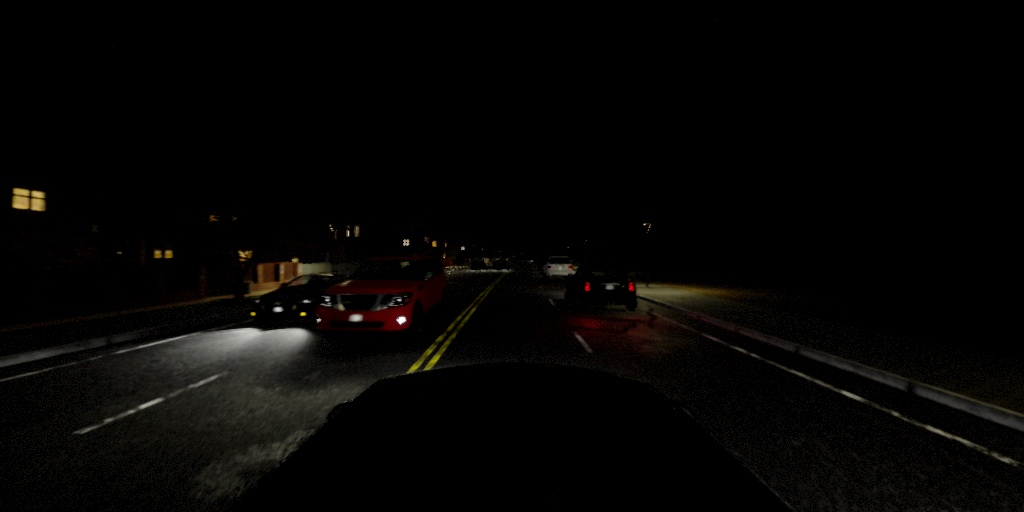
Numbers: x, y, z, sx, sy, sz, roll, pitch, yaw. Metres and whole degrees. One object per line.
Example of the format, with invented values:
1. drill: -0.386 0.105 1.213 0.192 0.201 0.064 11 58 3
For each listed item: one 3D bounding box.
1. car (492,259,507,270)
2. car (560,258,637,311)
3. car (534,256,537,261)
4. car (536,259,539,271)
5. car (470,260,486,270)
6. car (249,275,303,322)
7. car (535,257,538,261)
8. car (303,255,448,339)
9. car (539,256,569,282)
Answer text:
1. car: -1.783 1.264 53.901 1.882 1.535 5.008 0 0 4
2. car: 3.460 1.116 14.787 2.097 1.767 4.553 0 0 0
3. car: 5.274 1.149 62.164 2.097 1.767 4.553 0 0 4
4. car: 4.075 1.327 40.339 2.033 1.411 5.357 0 0 2
5. car: -5.065 1.262 53.527 1.882 1.535 5.008 0 0 4
6. car: -6.522 1.311 12.015 1.994 1.385 4.181 0 0 1
7. car: 4.610 1.265 51.270 1.882 1.535 5.008 0 0 3
8. car: -3.297 0.972 10.410 2.150 2.045 5.566 0 0 1
9. car: 3.674 0.994 29.432 2.150 2.045 5.566 0 0 2
